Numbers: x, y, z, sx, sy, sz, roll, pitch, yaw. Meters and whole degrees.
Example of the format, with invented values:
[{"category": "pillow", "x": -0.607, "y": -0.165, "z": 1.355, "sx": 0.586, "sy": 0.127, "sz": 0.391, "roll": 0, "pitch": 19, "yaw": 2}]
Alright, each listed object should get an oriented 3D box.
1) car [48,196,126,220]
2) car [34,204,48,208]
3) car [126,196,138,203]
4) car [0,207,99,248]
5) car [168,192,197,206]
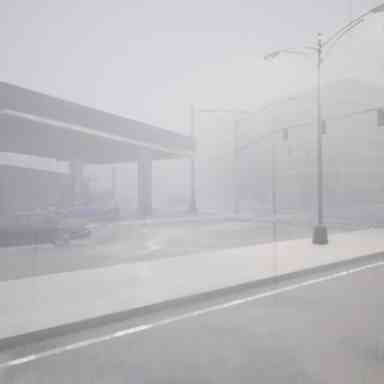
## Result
[{"category": "car", "x": -7.679, "y": 1.230, "z": 24.432, "sx": 4.611, "sy": 1.667, "sz": 2.242, "roll": -1, "pitch": 0, "yaw": -35}, {"category": "car", "x": -11.630, "y": 1.395, "z": 28.672, "sx": 3.806, "sy": 1.475, "sz": 1.970, "roll": -1, "pitch": 0, "yaw": -35}, {"category": "car", "x": -11.915, "y": 1.382, "z": 64.347, "sx": 1.895, "sy": 1.301, "sz": 4.718, "roll": -1, "pitch": 0, "yaw": -36}, {"category": "car", "x": -6.805, "y": 1.528, "z": 13.235, "sx": 5.357, "sy": 1.411, "sz": 2.033, "roll": -1, "pitch": 0, "yaw": -35}, {"category": "car", "x": -1.520, "y": 1.004, "z": 50.099, "sx": 2.150, "sy": 2.045, "sz": 5.566, "roll": -1, "pitch": 0, "yaw": -36}]
